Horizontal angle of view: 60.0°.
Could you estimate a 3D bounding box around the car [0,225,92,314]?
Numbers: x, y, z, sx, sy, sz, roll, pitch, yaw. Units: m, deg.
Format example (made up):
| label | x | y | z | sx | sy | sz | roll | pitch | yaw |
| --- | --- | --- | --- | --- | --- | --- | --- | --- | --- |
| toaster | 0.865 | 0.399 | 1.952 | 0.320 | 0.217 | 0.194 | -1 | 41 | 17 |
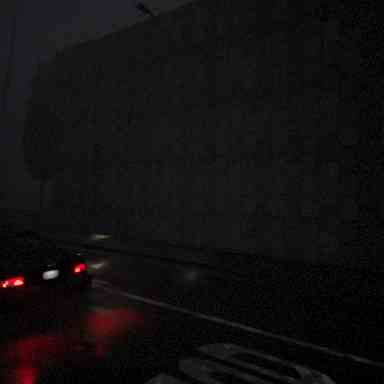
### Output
| label | x | y | z | sx | sy | sz | roll | pitch | yaw |
| --- | --- | --- | --- | --- | --- | --- | --- | --- | --- |
| car | -4.466 | 1.437 | 7.179 | 5.357 | 1.411 | 2.033 | 1 | 1 | 36 |
